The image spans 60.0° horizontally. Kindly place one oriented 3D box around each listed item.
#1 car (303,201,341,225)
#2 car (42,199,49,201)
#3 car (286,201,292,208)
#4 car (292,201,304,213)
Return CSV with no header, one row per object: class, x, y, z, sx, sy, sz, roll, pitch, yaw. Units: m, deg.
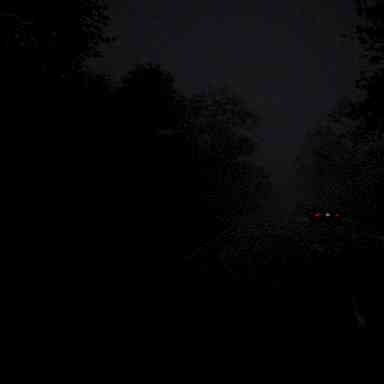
car,9.954,1.644,25.287,2.033,1.411,5.357,1,0,14
car,-35.215,1.895,76.764,5.366,1.575,1.946,1,-1,14
car,22.995,2.882,77.107,2.128,1.511,4.902,1,-2,10
car,14.253,1.879,42.143,2.033,1.411,5.357,1,-1,14
